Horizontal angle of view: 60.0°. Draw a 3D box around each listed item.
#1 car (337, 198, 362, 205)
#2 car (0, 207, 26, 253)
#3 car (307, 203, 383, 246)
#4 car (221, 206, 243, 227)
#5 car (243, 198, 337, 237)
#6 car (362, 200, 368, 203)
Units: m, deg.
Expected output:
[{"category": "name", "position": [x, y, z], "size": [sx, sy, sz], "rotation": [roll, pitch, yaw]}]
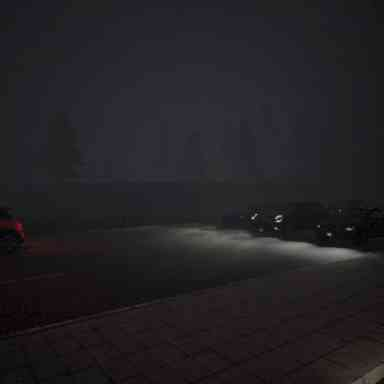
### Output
[{"category": "car", "position": [12.783, 1.310, 27.165], "size": [4.892, 1.490, 1.837], "rotation": [-1, 0, -35]}, {"category": "car", "position": [-8.610, 1.353, 11.969], "size": [4.553, 1.767, 2.097], "rotation": [-1, 0, -35]}, {"category": "car", "position": [7.429, 1.417, 14.731], "size": [4.674, 1.442, 1.812], "rotation": [0, 0, -35]}, {"category": "car", "position": [4.084, 1.363, 20.933], "size": [5.008, 1.535, 1.882], "rotation": [0, 0, -35]}, {"category": "car", "position": [5.179, 1.245, 17.428], "size": [4.553, 1.767, 2.097], "rotation": [-1, 0, -35]}, {"category": "car", "position": [15.129, 1.350, 24.536], "size": [5.357, 1.411, 2.033], "rotation": [-1, 0, -35]}]
